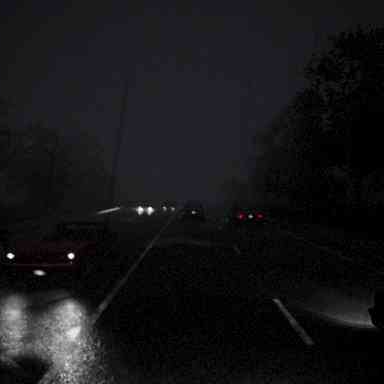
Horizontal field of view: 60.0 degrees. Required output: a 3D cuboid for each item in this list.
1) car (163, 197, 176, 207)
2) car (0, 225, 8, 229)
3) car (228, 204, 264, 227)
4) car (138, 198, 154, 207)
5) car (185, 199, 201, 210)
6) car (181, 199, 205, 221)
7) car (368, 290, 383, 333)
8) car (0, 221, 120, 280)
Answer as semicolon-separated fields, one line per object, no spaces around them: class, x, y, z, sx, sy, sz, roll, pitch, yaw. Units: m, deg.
car;-3.547;1.566;52.945;2.033;1.411;5.357;0;0;1
car;-7.099;1.481;9.216;1.882;1.535;5.008;0;0;0
car;3.600;1.555;22.935;2.033;1.411;5.357;0;0;0
car;-7.061;1.618;51.510;1.895;1.301;4.718;0;0;0
car;0.107;1.579;42.930;1.994;1.385;4.181;0;0;0
car;0.104;1.557;26.958;2.033;1.411;5.357;0;0;0
car;3.599;1.549;2.584;2.033;1.411;5.357;0;0;0
car;-3.598;1.604;10.057;1.895;1.301;4.718;0;0;0
